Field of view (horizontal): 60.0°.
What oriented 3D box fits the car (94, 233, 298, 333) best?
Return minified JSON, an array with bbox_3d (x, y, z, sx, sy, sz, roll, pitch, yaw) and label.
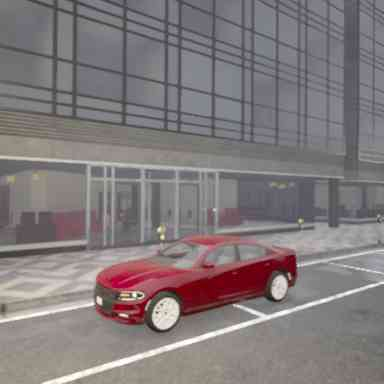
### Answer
[{"bbox_3d":[0.290,1.592,6.859,4.507,1.381,1.887,1,-1,-35],"label":"car"}]
